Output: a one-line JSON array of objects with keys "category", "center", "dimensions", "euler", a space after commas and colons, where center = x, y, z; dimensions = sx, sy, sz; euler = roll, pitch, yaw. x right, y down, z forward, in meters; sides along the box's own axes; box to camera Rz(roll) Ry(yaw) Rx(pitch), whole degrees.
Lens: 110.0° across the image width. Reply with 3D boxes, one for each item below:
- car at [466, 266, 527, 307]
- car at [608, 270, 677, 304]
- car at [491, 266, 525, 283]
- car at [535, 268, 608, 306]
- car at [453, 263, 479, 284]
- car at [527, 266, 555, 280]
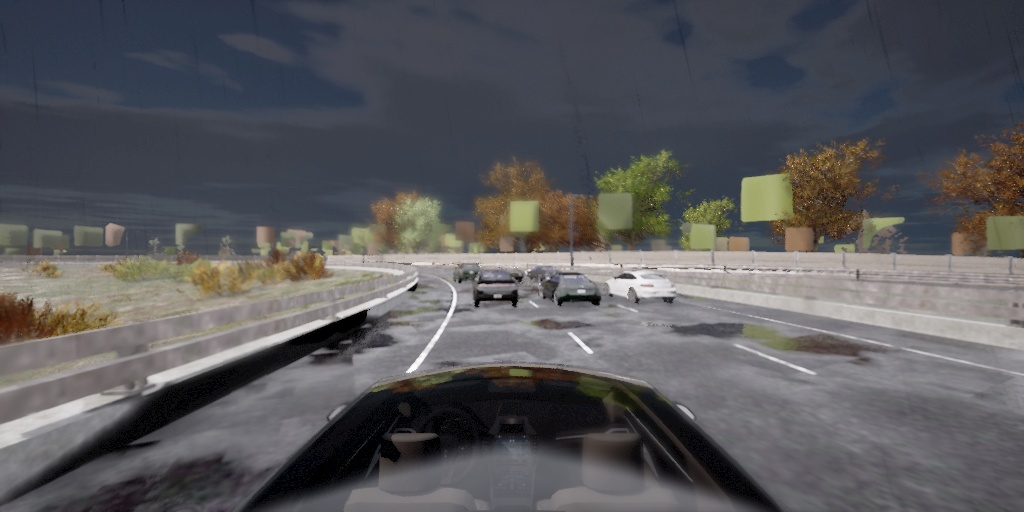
[{"category": "car", "center": [-0.868, 1.378, 16.359], "dimensions": [2.128, 1.511, 4.902], "euler": [0, 0, -7]}, {"category": "car", "center": [6.064, 1.414, 17.326], "dimensions": [1.812, 1.442, 4.674], "euler": [0, 0, -8]}, {"category": "car", "center": [-0.480, 1.630, 32.031], "dimensions": [1.895, 1.301, 4.718], "euler": [0, -1, -16]}, {"category": "car", "center": [2.605, 1.451, 16.792], "dimensions": [1.994, 1.385, 4.181], "euler": [0, 0, -8]}, {"category": "car", "center": [-3.849, 1.374, 31.079], "dimensions": [2.097, 1.767, 4.553], "euler": [0, -1, -16]}, {"category": "car", "center": [2.928, 1.582, 32.846], "dimensions": [2.033, 1.411, 5.357], "euler": [0, -1, -15]}]
